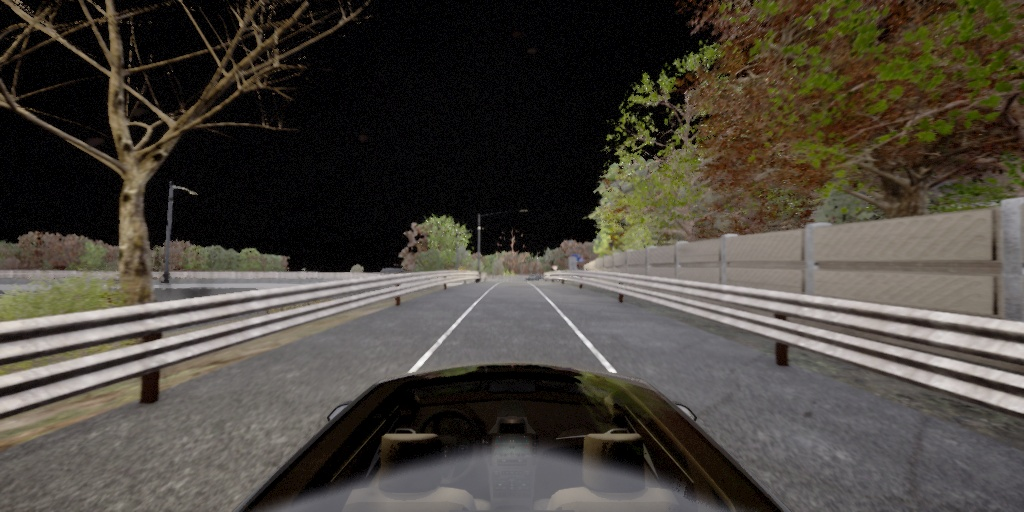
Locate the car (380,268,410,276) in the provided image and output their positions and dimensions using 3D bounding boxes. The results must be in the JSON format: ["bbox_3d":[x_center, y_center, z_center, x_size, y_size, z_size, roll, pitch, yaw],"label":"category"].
[{"bbox_3d":[-17.196,2.862,54.296,5.566,2.045,2.150,3,-5,-41],"label":"car"}]
